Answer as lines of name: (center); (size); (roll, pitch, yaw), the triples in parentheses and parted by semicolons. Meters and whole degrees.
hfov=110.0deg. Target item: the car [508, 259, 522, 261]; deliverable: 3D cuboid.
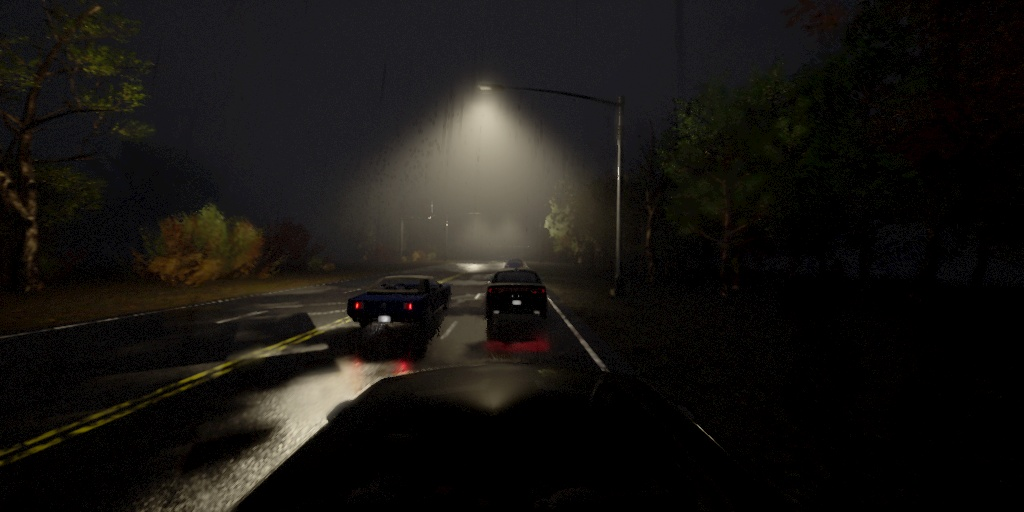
car: (0.277, 0.958, 32.915); (1.812, 1.442, 4.674); (3, 0, 0)

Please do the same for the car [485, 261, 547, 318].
car: (0.135, 1.139, 12.655); (1.882, 1.535, 5.008); (0, 1, 0)

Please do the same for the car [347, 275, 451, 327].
car: (-3.127, 1.244, 11.059); (1.895, 1.301, 4.718); (1, 0, 0)
